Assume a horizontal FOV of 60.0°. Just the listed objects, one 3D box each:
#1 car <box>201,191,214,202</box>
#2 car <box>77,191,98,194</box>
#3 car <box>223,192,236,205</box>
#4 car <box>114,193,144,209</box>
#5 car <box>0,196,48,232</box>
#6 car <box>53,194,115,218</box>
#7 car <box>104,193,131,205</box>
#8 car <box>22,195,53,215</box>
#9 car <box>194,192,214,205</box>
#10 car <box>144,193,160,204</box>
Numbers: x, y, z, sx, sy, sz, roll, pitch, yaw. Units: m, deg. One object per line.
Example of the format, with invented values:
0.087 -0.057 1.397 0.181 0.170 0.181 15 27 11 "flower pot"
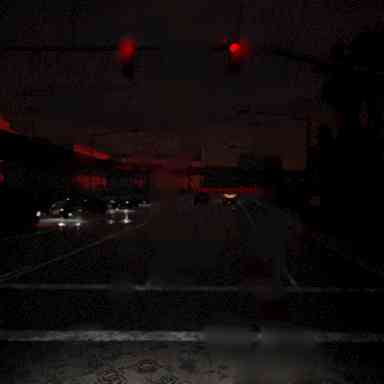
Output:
2.612 0.744 55.206 1.882 1.535 5.008 2 1 6 "car"
-10.590 0.726 32.842 2.097 1.767 4.553 2 1 7 "car"
5.319 1.097 47.212 1.895 1.301 4.718 2 1 7 "car"
-6.839 0.959 34.897 1.812 1.442 4.674 2 1 7 "car"
-9.050 1.150 15.540 1.837 1.490 4.892 1 1 6 "car"
-7.949 1.108 25.219 2.033 1.411 5.357 2 1 7 "car"
-9.445 0.818 42.732 1.895 1.301 4.718 2 1 7 "car"
-11.635 0.976 23.756 2.128 1.511 4.902 2 1 7 "car"
1.479 0.792 45.235 2.097 1.767 4.553 2 1 6 "car"
-5.680 0.818 44.715 2.033 1.411 5.357 2 1 7 "car"
